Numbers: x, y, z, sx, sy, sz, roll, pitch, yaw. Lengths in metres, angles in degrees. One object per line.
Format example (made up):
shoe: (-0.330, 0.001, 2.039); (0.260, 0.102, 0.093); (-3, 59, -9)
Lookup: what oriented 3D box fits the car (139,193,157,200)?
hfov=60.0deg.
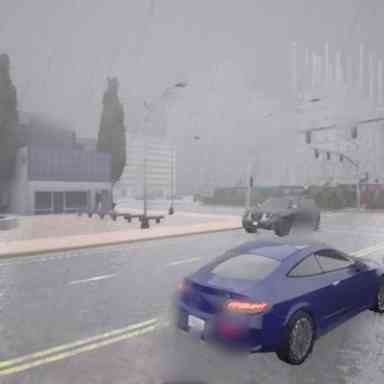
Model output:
car: (-11.346, 1.299, 88.891); (3.866, 1.878, 1.905); (0, 0, -43)

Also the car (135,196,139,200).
car: (-13.274, 1.300, 91.051); (4.605, 1.855, 1.932); (0, 0, -43)

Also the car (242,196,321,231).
car: (5.162, 1.252, 18.617); (5.566, 2.045, 2.150); (1, -1, -44)

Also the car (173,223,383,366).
car: (1.796, 1.534, 5.825); (4.674, 1.442, 1.812); (0, 0, -41)

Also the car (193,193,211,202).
car: (2.024, 1.270, 74.527); (3.866, 1.878, 1.905); (0, 0, -43)
